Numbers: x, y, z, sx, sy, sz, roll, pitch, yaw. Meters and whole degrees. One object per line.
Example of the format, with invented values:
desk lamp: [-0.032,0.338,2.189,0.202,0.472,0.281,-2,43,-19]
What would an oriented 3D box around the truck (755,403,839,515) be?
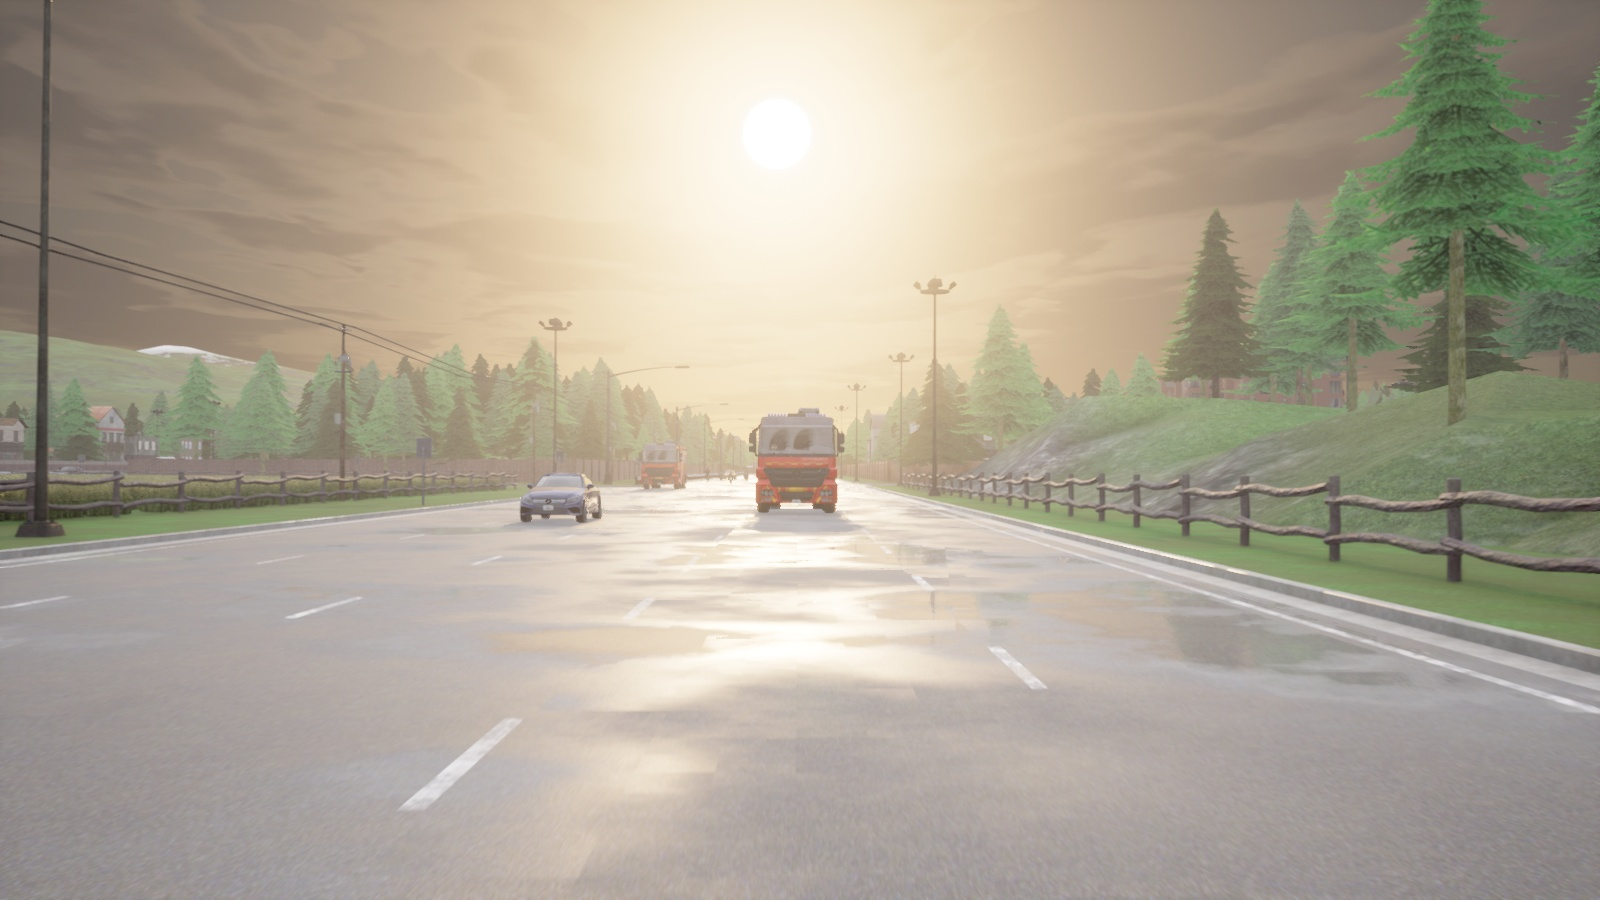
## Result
truck: [-0.120,0.386,47.395,2.891,3.827,8.468,0,-1,0]

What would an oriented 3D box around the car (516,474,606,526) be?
car: [-7.091,1.453,37.695,1.812,1.442,4.674,0,-1,0]
